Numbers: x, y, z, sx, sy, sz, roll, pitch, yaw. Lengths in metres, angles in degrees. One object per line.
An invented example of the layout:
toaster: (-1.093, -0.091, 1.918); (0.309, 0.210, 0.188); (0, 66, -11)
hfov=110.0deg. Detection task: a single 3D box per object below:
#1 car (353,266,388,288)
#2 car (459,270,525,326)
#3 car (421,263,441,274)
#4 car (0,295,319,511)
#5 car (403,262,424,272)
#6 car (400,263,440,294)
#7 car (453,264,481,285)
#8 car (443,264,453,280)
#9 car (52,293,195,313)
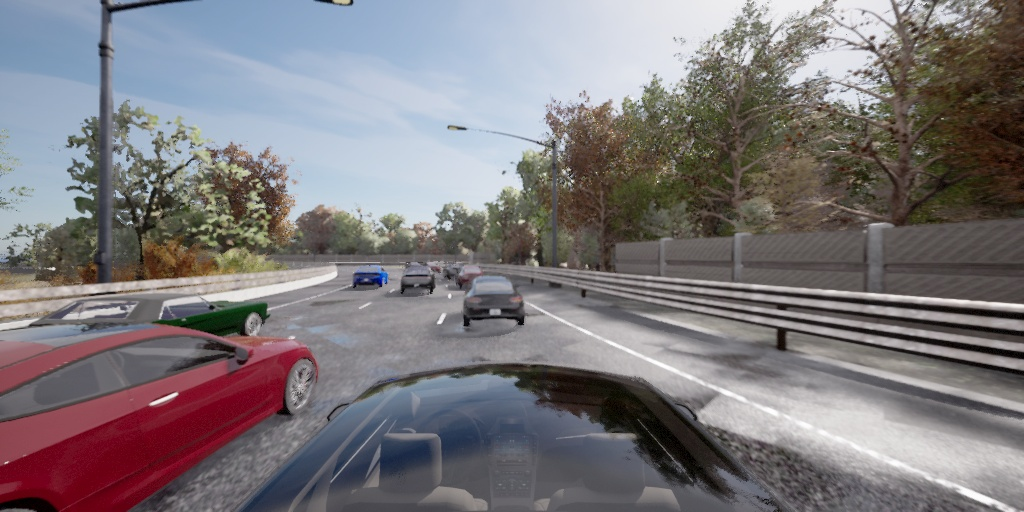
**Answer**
car: (-10.126, 1.439, 25.899); (1.882, 1.535, 5.008); (0, -1, -13)
car: (-0.671, 1.359, 11.958); (1.812, 1.442, 4.674); (0, 0, -6)
car: (-11.204, 1.676, 49.284); (1.812, 1.442, 4.674); (0, 0, -25)
car: (-3.574, 1.293, 3.042); (1.812, 1.442, 4.674); (0, -1, -1)
car: (-16.261, 1.783, 58.817); (2.033, 1.411, 5.357); (0, -1, -31)
car: (-5.687, 1.414, 21.967); (2.128, 1.511, 4.902); (0, 0, -11)
car: (-3.002, 1.474, 25.829); (1.812, 1.442, 4.674); (0, 0, -13)
car: (-5.810, 1.527, 36.032); (2.128, 1.511, 4.902); (0, 0, -17)
car: (-7.235, 1.409, 7.344); (1.895, 1.301, 4.718); (0, 0, -3)
